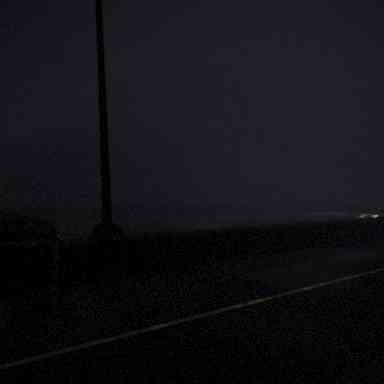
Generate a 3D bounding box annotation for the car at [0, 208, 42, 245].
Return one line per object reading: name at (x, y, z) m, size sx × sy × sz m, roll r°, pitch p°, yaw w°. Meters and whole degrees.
car at (-9.363, 1.510, 14.509) m, size 4.892 × 1.490 × 1.837 m, roll 1°, pitch 0°, yaw -35°

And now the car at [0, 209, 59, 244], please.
car at (-7.295, 1.498, 11.684) m, size 4.902 × 1.511 × 2.128 m, roll 1°, pitch 0°, yaw -35°

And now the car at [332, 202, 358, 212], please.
car at (20.818, 2.032, 44.570) m, size 4.718 × 1.301 × 1.895 m, roll 1°, pitch 0°, yaw -35°

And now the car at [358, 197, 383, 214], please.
car at (24.185, 1.673, 42.667) m, size 5.566 × 2.045 × 2.150 m, roll 1°, pitch -1°, yaw -35°

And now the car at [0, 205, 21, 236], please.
car at (-11.742, 1.478, 17.112) m, size 5.008 × 1.535 × 1.882 m, roll 1°, pitch 0°, yaw -35°
